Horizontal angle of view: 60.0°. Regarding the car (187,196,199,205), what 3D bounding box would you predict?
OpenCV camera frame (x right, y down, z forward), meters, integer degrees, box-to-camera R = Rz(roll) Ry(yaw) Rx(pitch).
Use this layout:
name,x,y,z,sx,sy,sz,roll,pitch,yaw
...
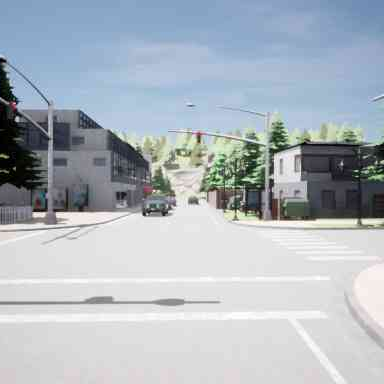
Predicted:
name,x,y,z,sx,sy,sz,roll,pitch,yaw
car,0.251,1.505,59.507,1.837,1.490,4.892,0,0,0

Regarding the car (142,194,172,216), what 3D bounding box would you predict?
name,x,y,z,sx,sy,sz,roll,pitch,yaw
car,-3.519,1.221,32.654,2.150,2.045,5.566,0,0,0

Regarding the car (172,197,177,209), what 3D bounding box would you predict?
name,x,y,z,sx,sy,sz,roll,pitch,yaw
car,-3.491,1.492,42.704,2.128,1.511,4.902,0,0,0

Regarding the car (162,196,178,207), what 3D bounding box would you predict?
name,x,y,z,sx,sy,sz,roll,pitch,yaw
car,-3.448,1.492,52.972,2.128,1.511,4.902,0,0,0
